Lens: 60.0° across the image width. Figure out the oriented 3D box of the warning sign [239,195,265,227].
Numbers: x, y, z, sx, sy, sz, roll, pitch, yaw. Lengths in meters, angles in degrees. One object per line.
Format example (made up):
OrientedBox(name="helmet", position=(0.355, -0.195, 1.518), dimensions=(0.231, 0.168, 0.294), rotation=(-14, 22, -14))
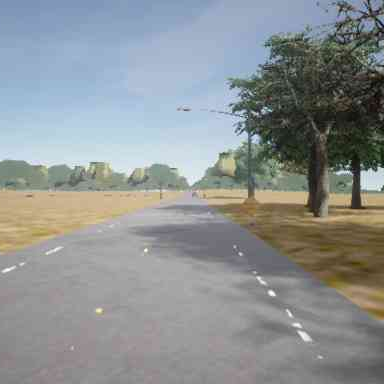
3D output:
OrientedBox(name="warning sign", position=(3.529, 1.109, 19.770), dimensions=(1.300, 1.860, 1.060), rotation=(-1, -1, 0))
